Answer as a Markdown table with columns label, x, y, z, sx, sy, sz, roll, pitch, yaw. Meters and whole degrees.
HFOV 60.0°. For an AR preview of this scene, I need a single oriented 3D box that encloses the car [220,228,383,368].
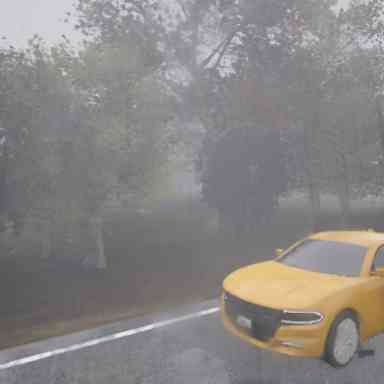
| label | x | y | z | sx | sy | sz | roll | pitch | yaw |
| --- | --- | --- | --- | --- | --- | --- | --- | --- | --- |
| car | 2.752 | 1.468 | 5.902 | 5.008 | 1.535 | 1.882 | 0 | 0 | -35 |
